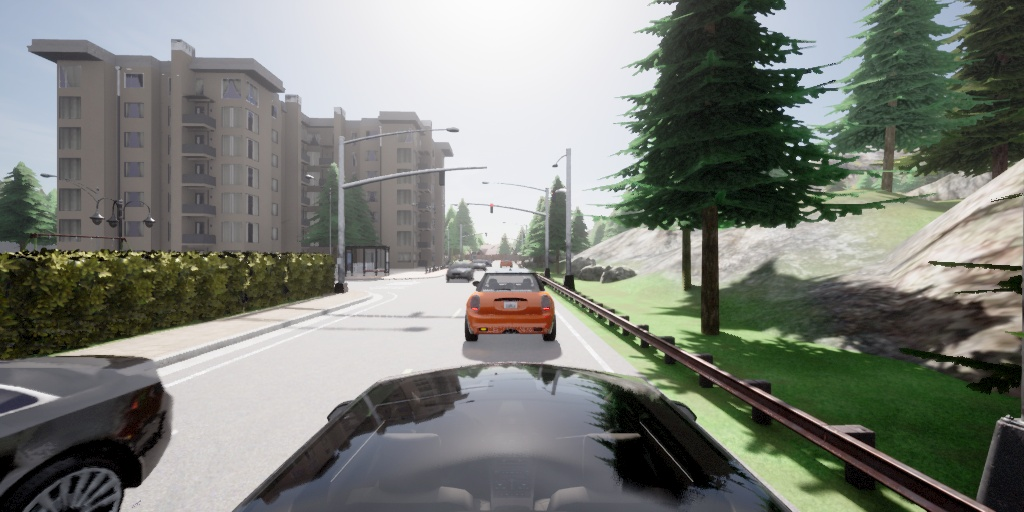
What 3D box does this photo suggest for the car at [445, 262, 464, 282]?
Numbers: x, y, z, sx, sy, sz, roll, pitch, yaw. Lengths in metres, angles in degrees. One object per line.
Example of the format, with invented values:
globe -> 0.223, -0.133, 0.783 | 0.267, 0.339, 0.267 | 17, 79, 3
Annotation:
car -> -4.063, 1.251, 28.492 | 1.837, 1.490, 4.892 | 0, -1, -1

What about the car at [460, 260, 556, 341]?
car -> -0.057, 1.102, 10.012 | 2.097, 1.767, 4.553 | 0, 0, -1

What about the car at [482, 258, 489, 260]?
car -> -4.399, 1.254, 47.256 | 1.837, 1.490, 4.892 | 0, 0, -1

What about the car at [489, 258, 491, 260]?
car -> -4.612, 1.112, 64.197 | 2.097, 1.767, 4.553 | 0, 0, -1

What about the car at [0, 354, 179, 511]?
car -> -3.627, 1.241, 0.808 | 2.128, 1.511, 4.902 | 0, 0, 0

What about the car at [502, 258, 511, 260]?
car -> -0.959, 1.102, 61.268 | 2.097, 1.767, 4.553 | 0, 0, -1
